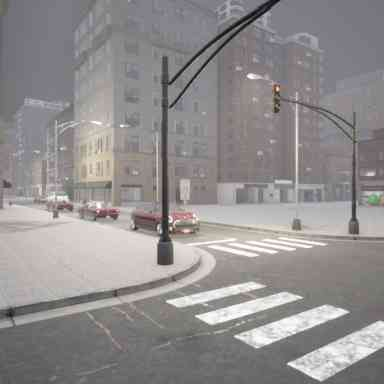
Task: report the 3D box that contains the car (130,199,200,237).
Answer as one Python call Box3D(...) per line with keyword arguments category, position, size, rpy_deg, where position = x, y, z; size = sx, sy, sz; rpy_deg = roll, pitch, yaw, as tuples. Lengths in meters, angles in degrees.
Box3D(category="car", position=(-1.547, 1.280, 17.879), size=(2.097, 1.767, 4.553), rpy_deg=(0, 0, -36))

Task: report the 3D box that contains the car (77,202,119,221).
Box3D(category="car", position=(-7.385, 1.481, 26.027), size=(1.895, 1.301, 4.718), rpy_deg=(0, 0, -35))

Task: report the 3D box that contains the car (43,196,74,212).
Box3D(category="car", position=(-14.057, 1.428, 35.387), size=(1.895, 1.301, 4.718), rpy_deg=(0, 0, -35))

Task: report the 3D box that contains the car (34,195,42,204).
Box3D(category="car", position=(-25.515, 1.270, 56.491), size=(2.033, 1.411, 5.357), rpy_deg=(0, 0, -35))

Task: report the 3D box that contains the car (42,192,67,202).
Box3D(category="car", position=(-19.536, 0.989, 48.131), size=(2.150, 2.045, 5.566), rpy_deg=(0, 0, -36))
